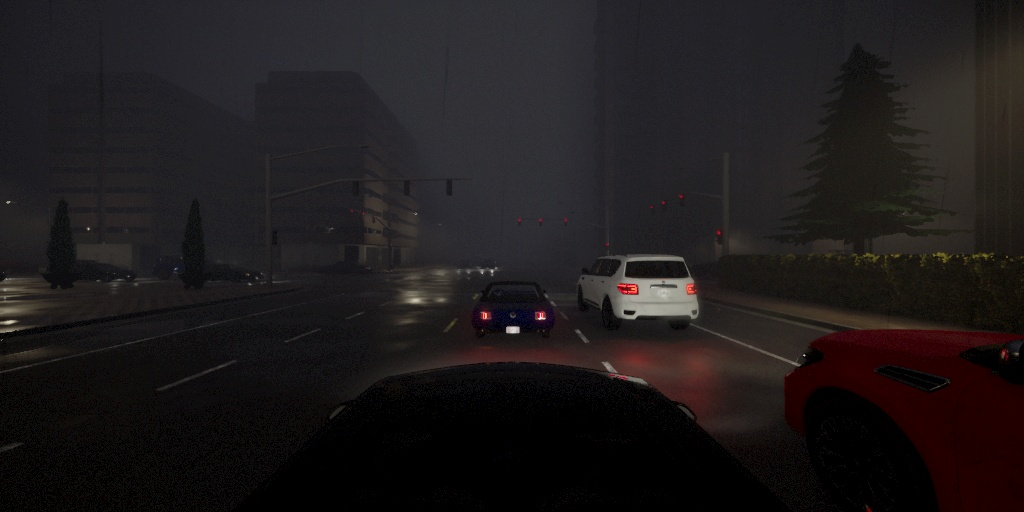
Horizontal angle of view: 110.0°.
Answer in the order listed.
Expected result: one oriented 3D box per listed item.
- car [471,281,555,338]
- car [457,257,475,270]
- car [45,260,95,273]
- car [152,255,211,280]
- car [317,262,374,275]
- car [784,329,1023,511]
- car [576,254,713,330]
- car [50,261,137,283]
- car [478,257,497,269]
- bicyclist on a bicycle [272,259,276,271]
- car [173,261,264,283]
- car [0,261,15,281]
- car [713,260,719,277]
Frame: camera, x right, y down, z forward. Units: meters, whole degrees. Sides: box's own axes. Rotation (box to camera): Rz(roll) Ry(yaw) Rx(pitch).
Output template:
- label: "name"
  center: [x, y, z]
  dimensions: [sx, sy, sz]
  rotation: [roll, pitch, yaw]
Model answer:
- label: "car"
  center: [0.044, 1.351, 10.171]
  dimensions: [1.895, 1.301, 4.718]
  rotation: [0, 0, 0]
- label: "car"
  center: [-7.160, 1.275, 54.371]
  dimensions: [1.812, 1.442, 4.674]
  rotation: [0, 0, 0]
- label: "car"
  center: [-36.971, 1.102, 30.927]
  dimensions: [4.553, 1.767, 2.097]
  rotation: [0, 0, 1]
- label: "car"
  center: [-27.502, 0.972, 30.842]
  dimensions: [5.566, 2.045, 2.150]
  rotation: [0, 0, 0]
- label: "car"
  center: [-17.463, 1.297, 37.729]
  dimensions: [5.357, 1.411, 2.033]
  rotation: [0, 0, 3]
- label: "car"
  center: [3.601, 0.971, 0.938]
  dimensions: [2.150, 2.045, 5.566]
  rotation: [0, 0, 0]
- label: "car"
  center: [3.575, 0.971, 11.300]
  dimensions: [2.150, 2.045, 5.566]
  rotation: [0, 0, -2]
- label: "car"
  center: [-31.590, 1.276, 27.379]
  dimensions: [4.674, 1.442, 1.812]
  rotation: [0, 0, 1]
- label: "car"
  center: [-3.675, 1.255, 55.476]
  dimensions: [1.837, 1.490, 4.892]
  rotation: [0, 0, 0]
- label: "bicyclist on a bicycle"
  center: [-28.697, 1.051, 42.836]
  dimensions: [0.582, 1.620, 1.656]
  rotation: [0, 0, 0]
- label: "car"
  center: [-22.006, 1.297, 27.272]
  dimensions: [5.357, 1.411, 2.033]
  rotation: [0, 0, 1]
- label: "car"
  center: [-41.843, 1.276, 27.466]
  dimensions: [4.674, 1.442, 1.812]
  rotation: [0, 0, 1]
- label: "car"
  center: [17.551, 1.255, 30.547]
  dimensions: [4.892, 1.490, 1.837]
  rotation: [0, 0, 2]
